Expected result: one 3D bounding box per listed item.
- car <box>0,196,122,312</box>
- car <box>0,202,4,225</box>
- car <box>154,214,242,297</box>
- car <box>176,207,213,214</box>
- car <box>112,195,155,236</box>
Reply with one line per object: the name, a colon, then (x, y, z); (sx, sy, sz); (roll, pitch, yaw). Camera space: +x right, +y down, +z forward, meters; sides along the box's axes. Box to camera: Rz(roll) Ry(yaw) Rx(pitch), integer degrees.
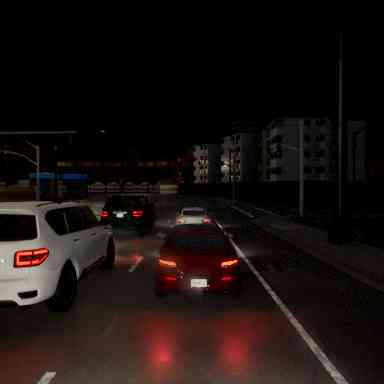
car: (-3.383, 1.217, 7.833); (2.150, 2.045, 5.566); (0, 0, 0)
car: (-13.959, 1.457, 20.335); (2.128, 1.511, 4.902); (0, 0, 0)
car: (0.120, 1.521, 8.475); (1.812, 1.442, 4.674); (0, 0, 0)
car: (0.115, 1.490, 17.562); (1.812, 1.442, 4.674); (0, 0, 1)
car: (-3.352, 1.179, 18.191); (2.150, 2.045, 5.566); (0, 0, 0)
